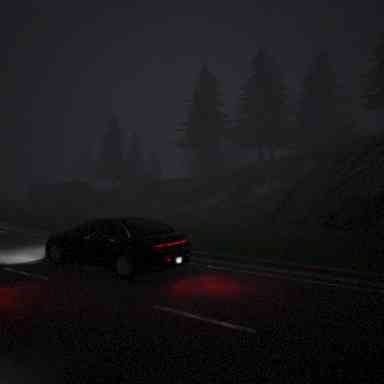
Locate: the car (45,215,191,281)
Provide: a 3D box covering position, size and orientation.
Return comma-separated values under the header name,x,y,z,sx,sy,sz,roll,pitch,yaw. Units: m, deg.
name,x,y,z,sx,sy,sz,roll,pitch,yaw
car,-2.313,1.451,9.734,4.892,1.490,1.837,0,0,34
